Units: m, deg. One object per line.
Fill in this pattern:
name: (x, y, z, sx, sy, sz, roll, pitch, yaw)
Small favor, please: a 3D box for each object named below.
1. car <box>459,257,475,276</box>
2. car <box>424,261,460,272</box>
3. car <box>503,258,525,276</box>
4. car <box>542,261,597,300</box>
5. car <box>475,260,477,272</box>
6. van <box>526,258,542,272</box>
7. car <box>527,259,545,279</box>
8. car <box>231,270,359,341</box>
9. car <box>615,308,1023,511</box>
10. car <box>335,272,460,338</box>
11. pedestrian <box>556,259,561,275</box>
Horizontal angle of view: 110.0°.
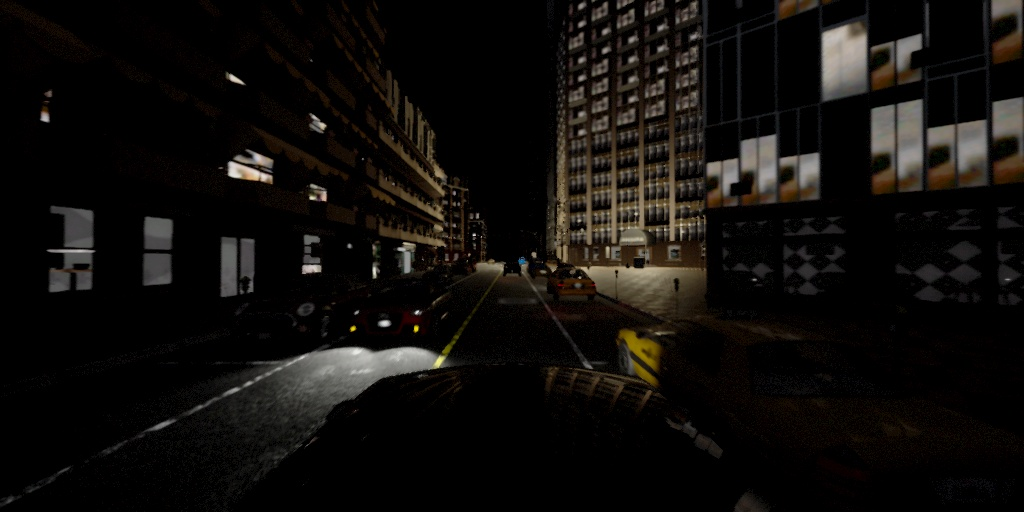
car: (-5.319, 1.202, 37.348, 1.967, 1.591, 4.097, 0, 0, 0)
car: (-5.318, 1.304, 26.277, 2.007, 1.370, 4.403, 0, 0, 0)
car: (0.043, 1.254, 36.695, 2.128, 1.511, 4.902, 0, 0, 0)
car: (2.748, 1.207, 17.477, 1.801, 1.575, 5.366, 0, 0, 0)
car: (-5.320, 1.083, 42.883, 2.192, 1.841, 5.009, 0, 0, 0)
van: (2.561, 1.103, 37.354, 1.690, 1.789, 3.998, 0, 0, 0)
car: (2.562, 1.283, 31.990, 1.751, 1.417, 4.829, 0, 0, 0)
car: (-5.316, 1.189, 9.668, 1.967, 1.591, 4.097, 0, 0, 0)
car: (2.565, 1.276, 4.311, 1.751, 1.417, 4.829, 0, 0, 0)
car: (-2.850, 1.314, 9.993, 1.994, 1.385, 4.181, 0, 0, 0)
pedestrian: (2.703, 1.046, 20.477, 0.375, 1.860, 0.375, 0, 0, 0)
